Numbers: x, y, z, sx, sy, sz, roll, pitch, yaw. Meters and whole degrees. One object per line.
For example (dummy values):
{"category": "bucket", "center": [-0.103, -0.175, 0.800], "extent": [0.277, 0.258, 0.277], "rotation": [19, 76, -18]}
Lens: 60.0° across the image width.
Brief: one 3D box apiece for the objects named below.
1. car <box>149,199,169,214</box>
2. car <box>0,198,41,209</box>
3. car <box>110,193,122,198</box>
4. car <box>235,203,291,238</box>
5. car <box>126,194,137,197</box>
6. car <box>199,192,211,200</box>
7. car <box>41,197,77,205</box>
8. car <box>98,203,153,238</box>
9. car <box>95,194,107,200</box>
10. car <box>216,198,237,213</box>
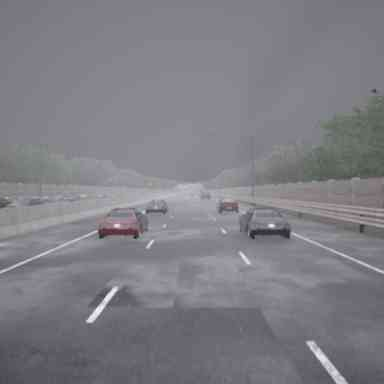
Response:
{"category": "car", "center": [-3.400, 1.418, 33.222], "extent": [1.994, 1.385, 4.181], "rotation": [0, 0, 0]}
{"category": "car", "center": [-17.593, 1.392, 35.394], "extent": [2.033, 1.411, 5.357], "rotation": [0, 0, 0]}
{"category": "car", "center": [-17.499, 1.125, 76.889], "extent": [1.837, 1.490, 4.892], "rotation": [0, 0, 0]}
{"category": "car", "center": [3.601, 1.485, 17.051], "extent": [1.994, 1.385, 4.181], "rotation": [0, 0, 0]}
{"category": "car", "center": [-13.999, 1.103, 76.889], "extent": [1.882, 1.535, 5.008], "rotation": [0, 0, 0]}
{"category": "car", "center": [3.501, 0.917, 82.527], "extent": [2.150, 2.045, 5.566], "rotation": [0, 0, 0]}
{"category": "car", "center": [-14.089, 1.332, 36.480], "extent": [2.128, 1.511, 4.902], "rotation": [0, 0, 0]}
{"category": "car", "center": [-3.399, 1.485, 17.112], "extent": [1.994, 1.385, 4.181], "rotation": [0, 0, 0]}
{"category": "car", "center": [-20.999, 1.103, 76.889], "extent": [1.882, 1.535, 5.008], "rotation": [0, 0, 0]}
{"category": "car", "center": [3.601, 1.328, 34.253], "extent": [1.882, 1.535, 5.008], "rotation": [0, 0, 0]}
